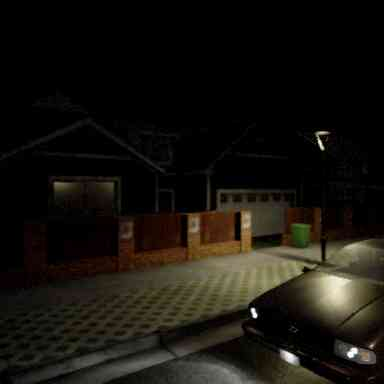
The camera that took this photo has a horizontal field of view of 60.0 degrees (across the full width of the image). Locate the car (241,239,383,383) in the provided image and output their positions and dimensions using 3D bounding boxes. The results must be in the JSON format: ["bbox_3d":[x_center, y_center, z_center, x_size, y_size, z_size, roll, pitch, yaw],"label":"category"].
[{"bbox_3d":[3.304,1.529,5.404,5.357,1.411,2.033,0,0,-35],"label":"car"}]
